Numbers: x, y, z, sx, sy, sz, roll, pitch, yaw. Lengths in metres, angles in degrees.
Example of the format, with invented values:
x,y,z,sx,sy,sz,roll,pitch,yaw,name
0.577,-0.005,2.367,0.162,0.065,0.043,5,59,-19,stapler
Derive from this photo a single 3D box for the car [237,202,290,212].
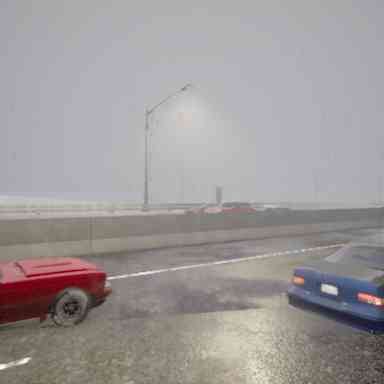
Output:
x,y,z,sx,sy,sz,roll,pitch,yaw,name
5.984,1.737,25.317,4.674,1.442,1.812,1,-1,-35,car

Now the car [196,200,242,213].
x,y,z,sx,sy,sz,roll,pitch,yaw,name
3.035,1.549,27.518,4.553,1.767,2.097,1,0,-35,car

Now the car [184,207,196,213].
x,y,z,sx,sy,sz,roll,pitch,yaw,name
1.312,1.766,30.583,4.181,1.385,1.994,1,-1,-35,car

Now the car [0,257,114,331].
x,y,z,sx,sy,sz,roll,pitch,yaw,name
-3.766,1.597,5.370,4.718,1.301,1.895,1,0,-35,car

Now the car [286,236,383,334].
x,y,z,sx,sy,sz,roll,pitch,yaw,name
4.238,1.626,6.746,5.357,1.411,2.033,1,0,-35,car
